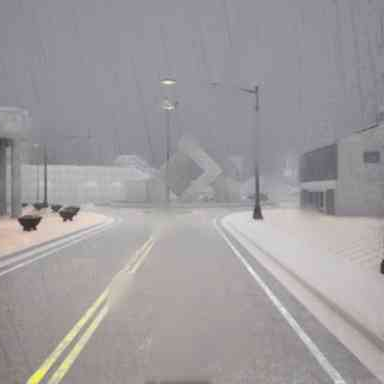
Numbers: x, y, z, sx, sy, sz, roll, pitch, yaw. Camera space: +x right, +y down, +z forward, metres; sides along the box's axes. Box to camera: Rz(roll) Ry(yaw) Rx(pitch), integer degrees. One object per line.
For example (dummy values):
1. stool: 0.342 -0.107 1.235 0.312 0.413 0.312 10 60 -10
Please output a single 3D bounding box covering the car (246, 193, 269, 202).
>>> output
1. car: 15.610 1.234 79.574 5.566 2.045 2.150 0 0 45
